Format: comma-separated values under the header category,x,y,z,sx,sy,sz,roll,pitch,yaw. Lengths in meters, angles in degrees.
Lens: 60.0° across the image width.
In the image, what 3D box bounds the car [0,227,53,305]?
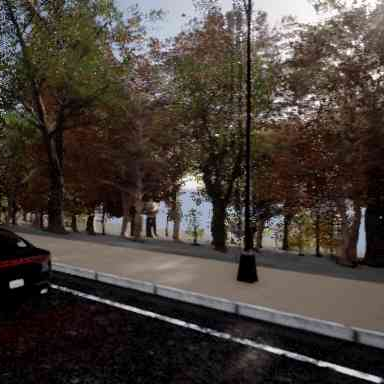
category,x,y,z,sx,sy,sz,roll,pitch,yaw
car,-5.127,1.473,7.343,5.008,1.535,1.882,0,0,36
